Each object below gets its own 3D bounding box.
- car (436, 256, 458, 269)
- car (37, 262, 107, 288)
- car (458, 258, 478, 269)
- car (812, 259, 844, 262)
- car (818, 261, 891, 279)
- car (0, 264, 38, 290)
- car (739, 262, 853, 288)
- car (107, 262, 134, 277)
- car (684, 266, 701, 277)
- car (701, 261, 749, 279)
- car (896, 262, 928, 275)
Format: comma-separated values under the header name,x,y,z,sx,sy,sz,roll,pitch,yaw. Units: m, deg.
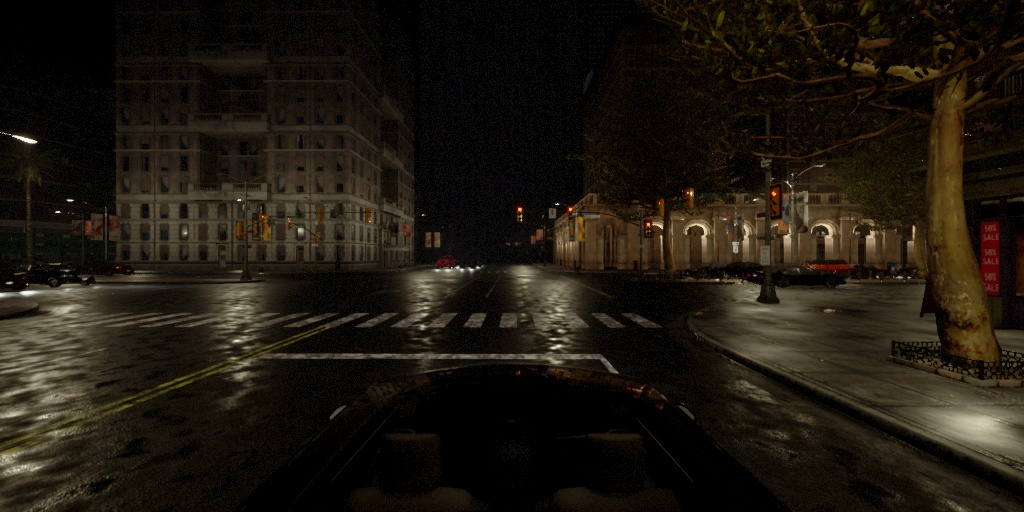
name,x,y,z,sx,sy,sz,roll,pitch,yaw
car,-10.454,0.971,56.821,2.150,2.045,5.566,0,0,0
car,-30.240,1.241,23.386,4.902,1.511,2.128,0,0,1
car,-6.952,1.275,57.228,1.812,1.442,4.674,0,0,0
car,29.931,1.102,34.577,4.553,1.767,2.097,0,0,0
car,29.575,1.351,31.082,4.718,1.301,1.895,0,0,1
car,-29.798,1.314,19.875,4.181,1.385,1.994,0,0,1
car,18.007,1.297,22.908,5.357,1.411,2.033,0,0,0
car,-39.880,1.276,35.145,4.674,1.442,1.812,0,0,1
car,19.642,1.297,34.664,5.357,1.411,2.033,0,0,1
car,19.698,1.228,31.163,5.008,1.535,1.882,0,0,0
car,40.491,1.297,34.482,5.357,1.411,2.033,0,0,1
